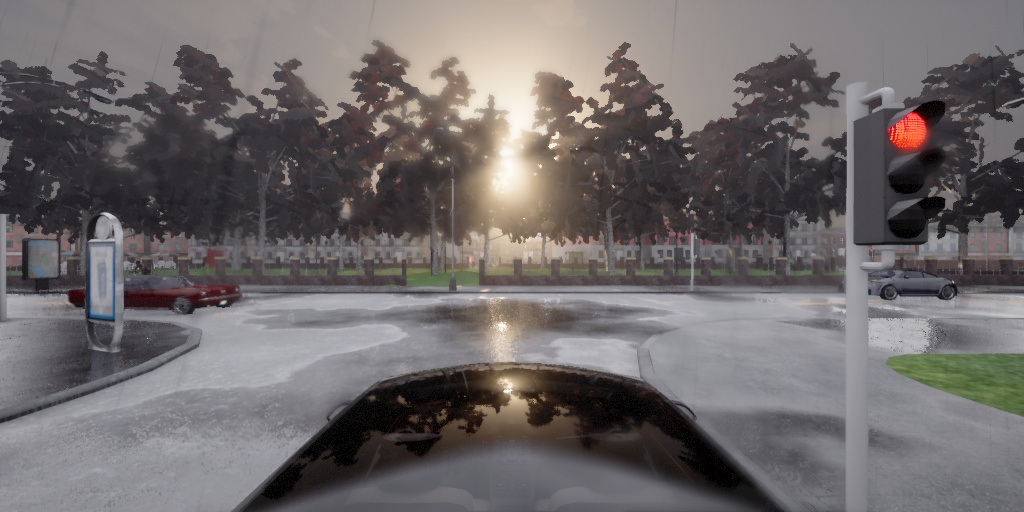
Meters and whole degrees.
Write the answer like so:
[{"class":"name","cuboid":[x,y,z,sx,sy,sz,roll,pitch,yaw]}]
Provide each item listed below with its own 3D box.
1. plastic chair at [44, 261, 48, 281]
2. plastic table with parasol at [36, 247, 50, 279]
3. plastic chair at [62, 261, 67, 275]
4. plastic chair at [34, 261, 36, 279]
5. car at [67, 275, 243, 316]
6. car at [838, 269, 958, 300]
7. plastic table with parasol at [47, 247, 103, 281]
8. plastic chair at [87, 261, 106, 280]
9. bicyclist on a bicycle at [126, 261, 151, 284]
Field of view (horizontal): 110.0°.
[{"class":"plastic chair","cuboid":[-40.212,1.293,31.512,0.730,1.272,0.750,0,0,-40]},{"class":"plastic table with parasol","cuboid":[-43.602,0.620,34.901,2.482,2.480,2.482,0,0,-39]},{"class":"plastic chair","cuboid":[-38.279,1.306,31.284,0.750,1.272,0.730,0,0,-35]},{"class":"plastic chair","cuboid":[-44.610,1.295,34.151,0.730,1.272,0.750,0,0,-41]},{"class":"car","cuboid":[-12.533,1.351,12.851,4.718,1.301,1.895,0,0,1]},{"class":"car","cuboid":[18.249,1.314,17.080,4.181,1.385,1.994,0,0,0]},{"class":"plastic table with parasol","cuboid":[-39.181,0.694,32.257,2.482,2.480,2.482,0,0,-40]},{"class":"plastic chair","cuboid":[-38.183,1.296,32.990,0.730,1.272,0.750,0,0,-40]},{"class":"bicyclist on a bicycle","cuboid":[-22.028,1.099,21.269,0.582,1.620,1.656,0,0,0]}]
